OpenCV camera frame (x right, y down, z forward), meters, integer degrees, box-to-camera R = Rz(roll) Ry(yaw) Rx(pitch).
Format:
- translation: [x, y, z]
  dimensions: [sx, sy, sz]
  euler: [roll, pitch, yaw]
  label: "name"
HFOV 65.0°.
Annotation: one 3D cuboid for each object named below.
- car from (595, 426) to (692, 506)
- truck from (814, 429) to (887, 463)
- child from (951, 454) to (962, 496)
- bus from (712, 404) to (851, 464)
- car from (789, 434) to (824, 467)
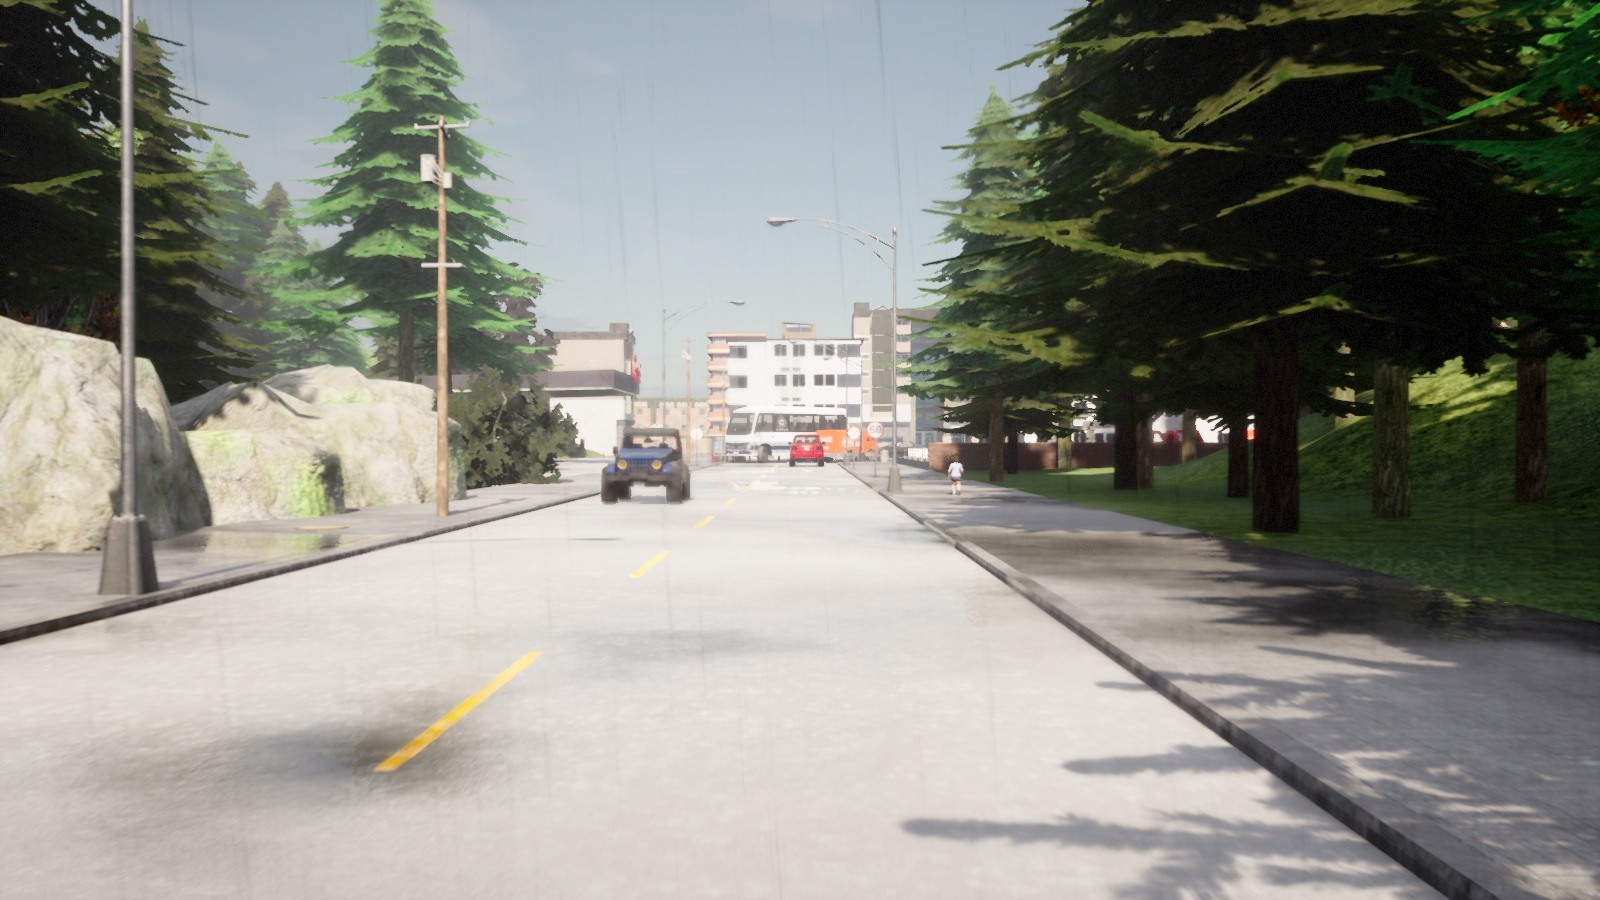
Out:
- translation: [-3.806, 0.364, 31.173]
  dimensions: [1.905, 1.878, 3.866]
  euler: [0, 0, 0]
  label: "car"
- translation: [3.807, -0.266, 93.712]
  dimensions: [2.627, 2.467, 5.204]
  euler: [-1, 0, 45]
  label: "truck"
- translation: [4.139, 0.652, 33.181]
  dimensions: [0.255, 1.110, 0.394]
  euler: [0, 0, 5]
  label: "child"
- translation: [-1.282, -1.164, 94.061]
  dimensions: [10.273, 4.253, 3.944]
  euler: [0, 0, -40]
  label: "bus"
- translation: [0.428, 0.010, 80.819]
  dimensions: [2.150, 2.045, 5.566]
  euler: [0, 0, 0]
  label: "car"
